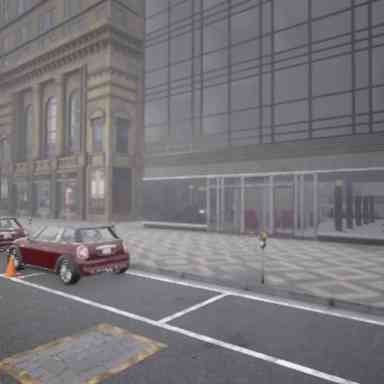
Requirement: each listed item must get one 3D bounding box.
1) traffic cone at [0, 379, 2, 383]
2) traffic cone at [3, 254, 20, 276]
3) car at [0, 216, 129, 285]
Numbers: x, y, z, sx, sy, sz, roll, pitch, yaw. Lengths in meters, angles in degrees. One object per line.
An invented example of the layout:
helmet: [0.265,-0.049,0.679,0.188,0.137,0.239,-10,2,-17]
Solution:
traffic cone: [-2.295,2.024,3.780,0.340,0.580,0.340,-1,-1,37]
traffic cone: [-5.291,2.131,9.781,0.340,0.580,0.340,-1,-2,37]
car: [-3.855,1.631,10.132,4.097,1.590,1.967,-1,-2,37]
